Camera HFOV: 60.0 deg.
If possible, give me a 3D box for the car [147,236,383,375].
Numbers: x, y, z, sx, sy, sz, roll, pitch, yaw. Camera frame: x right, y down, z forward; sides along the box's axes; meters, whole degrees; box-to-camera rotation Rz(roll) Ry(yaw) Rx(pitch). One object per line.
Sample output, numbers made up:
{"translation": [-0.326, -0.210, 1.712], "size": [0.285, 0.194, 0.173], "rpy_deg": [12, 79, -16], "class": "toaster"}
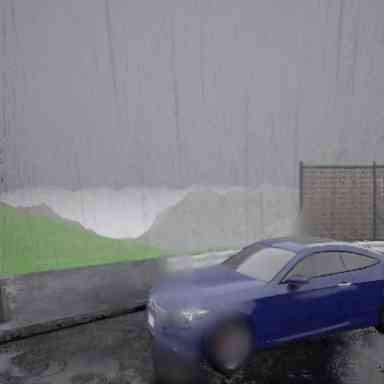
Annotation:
{"translation": [1.609, 1.506, 5.451], "size": [4.674, 1.442, 1.812], "rpy_deg": [0, -1, -21], "class": "car"}
